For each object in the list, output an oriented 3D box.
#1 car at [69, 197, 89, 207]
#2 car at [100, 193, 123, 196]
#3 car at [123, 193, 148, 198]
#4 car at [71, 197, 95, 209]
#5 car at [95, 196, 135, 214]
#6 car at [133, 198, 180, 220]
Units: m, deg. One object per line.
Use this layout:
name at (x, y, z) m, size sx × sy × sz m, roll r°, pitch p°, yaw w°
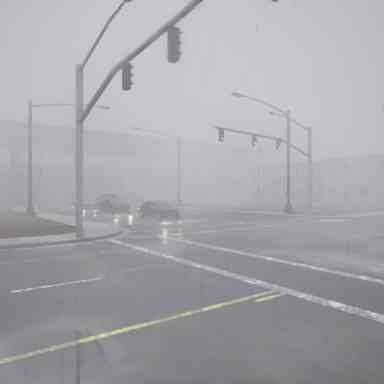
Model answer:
car at (-18.308, 1.547, 54.178) m, size 2.033 × 1.411 × 5.357 m, roll 0°, pitch 0°, yaw -8°
car at (-12.219, 1.221, 47.798) m, size 2.150 × 2.045 × 5.566 m, roll 0°, pitch 0°, yaw -32°
car at (-12.299, 1.222, 69.200) m, size 2.150 × 2.045 × 5.566 m, roll 0°, pitch 0°, yaw 29°
car at (-14.258, 1.526, 44.302) m, size 1.812 × 1.442 × 4.674 m, roll 0°, pitch 0°, yaw -32°
car at (-8.455, 1.478, 36.017) m, size 1.882 × 1.535 × 5.008 m, roll 0°, pitch 0°, yaw -36°
car at (-2.872, 1.505, 28.448) m, size 1.837 × 1.490 × 4.892 m, roll 0°, pitch 0°, yaw -36°
